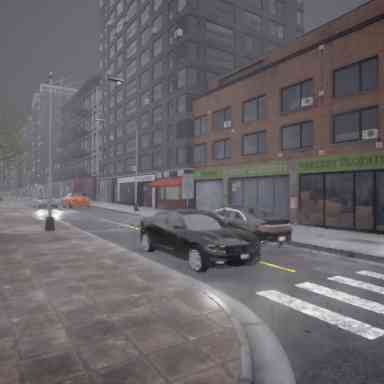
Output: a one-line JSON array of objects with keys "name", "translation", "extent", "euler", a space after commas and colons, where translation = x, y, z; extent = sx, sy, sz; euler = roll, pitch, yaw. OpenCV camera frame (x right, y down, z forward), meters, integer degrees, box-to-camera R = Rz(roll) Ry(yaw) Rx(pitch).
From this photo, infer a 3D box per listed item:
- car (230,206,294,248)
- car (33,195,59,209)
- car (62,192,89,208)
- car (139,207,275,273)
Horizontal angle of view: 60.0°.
[{"name": "car", "translation": [1.745, 1.315, 13.267], "extent": [2.128, 1.511, 4.902], "euler": [0, 1, -32]}, {"name": "car", "translation": [-15.182, 1.035, 34.560], "extent": [1.895, 1.301, 4.718], "euler": [0, 0, -32]}, {"name": "car", "translation": [-12.700, 0.801, 36.104], "extent": [2.097, 1.767, 4.553], "euler": [0, 0, -32]}, {"name": "car", "translation": [0.009, 1.309, 10.495], "extent": [1.882, 1.535, 5.008], "euler": [0, 1, -32]}]
